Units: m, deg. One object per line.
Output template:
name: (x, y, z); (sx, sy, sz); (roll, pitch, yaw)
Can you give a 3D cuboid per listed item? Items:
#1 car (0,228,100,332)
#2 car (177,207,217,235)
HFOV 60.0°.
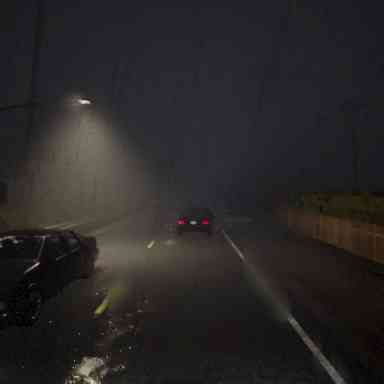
car: (-3.562, 1.548, 7.314); (2.033, 1.411, 5.357); (0, 0, 0)
car: (0.356, 1.549, 18.765); (2.033, 1.411, 5.357); (0, 0, 7)
